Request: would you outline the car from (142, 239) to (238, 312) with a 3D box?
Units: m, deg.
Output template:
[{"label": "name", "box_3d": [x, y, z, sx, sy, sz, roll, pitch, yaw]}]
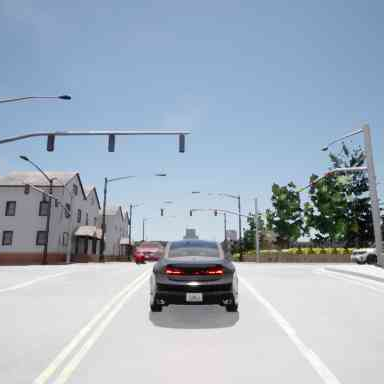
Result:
[{"label": "car", "box_3d": [0.045, 1.985, 8.590, 1.837, 1.490, 4.892, 0, -7, 0]}]

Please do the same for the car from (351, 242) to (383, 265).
[{"label": "car", "box_3d": [16.794, 5.315, 28.833, 5.566, 2.045, 2.150, 0, -12, 1]}]

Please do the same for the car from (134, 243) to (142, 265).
[{"label": "car", "box_3d": [-3.692, 5.494, 29.792, 2.150, 2.045, 5.566, 0, -12, 0]}]
